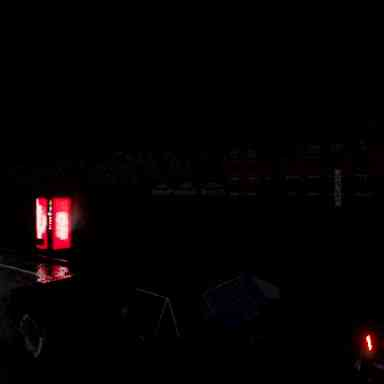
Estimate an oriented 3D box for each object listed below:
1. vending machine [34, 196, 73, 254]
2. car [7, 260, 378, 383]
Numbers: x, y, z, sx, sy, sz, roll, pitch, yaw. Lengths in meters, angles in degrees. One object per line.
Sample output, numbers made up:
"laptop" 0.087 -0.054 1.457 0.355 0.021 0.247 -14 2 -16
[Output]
"vending machine" -5.269 1.195 12.683 0.880 2.100 1.100 0 0 36
"car" -0.393 1.601 4.285 4.718 1.301 1.895 0 0 36
